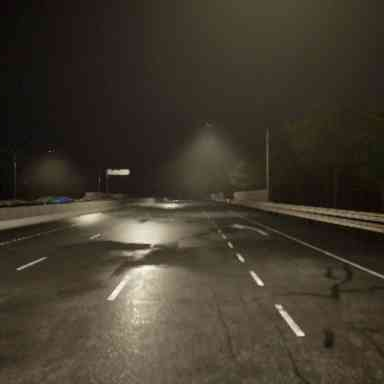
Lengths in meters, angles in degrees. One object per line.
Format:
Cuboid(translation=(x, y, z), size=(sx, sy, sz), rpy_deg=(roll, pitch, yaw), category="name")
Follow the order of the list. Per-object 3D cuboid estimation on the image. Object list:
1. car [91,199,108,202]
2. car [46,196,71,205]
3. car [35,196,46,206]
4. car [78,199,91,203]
Cuboid(translation=(-17.617, 2.205, 65.821), size=(2.128, 1.511, 4.902), rpy_deg=(0, 0, 0), category="car")
Cuboid(translation=(-24.612, 1.856, 62.480), size=(2.150, 2.045, 5.566), rpy_deg=(0, -1, 0), category="car")
Cuboid(translation=(-28.112, 1.870, 64.257), size=(2.150, 2.045, 5.566), rpy_deg=(0, -1, 0), category="car")
Cuboid(translation=(-21.115, 2.186, 65.756), size=(2.128, 1.511, 4.902), rpy_deg=(0, -1, 0), category="car")
